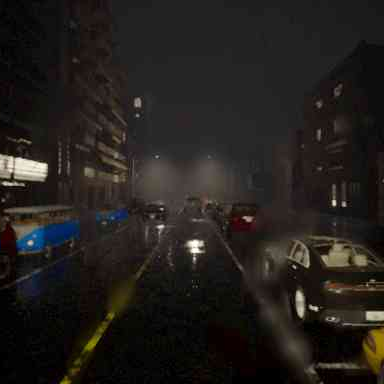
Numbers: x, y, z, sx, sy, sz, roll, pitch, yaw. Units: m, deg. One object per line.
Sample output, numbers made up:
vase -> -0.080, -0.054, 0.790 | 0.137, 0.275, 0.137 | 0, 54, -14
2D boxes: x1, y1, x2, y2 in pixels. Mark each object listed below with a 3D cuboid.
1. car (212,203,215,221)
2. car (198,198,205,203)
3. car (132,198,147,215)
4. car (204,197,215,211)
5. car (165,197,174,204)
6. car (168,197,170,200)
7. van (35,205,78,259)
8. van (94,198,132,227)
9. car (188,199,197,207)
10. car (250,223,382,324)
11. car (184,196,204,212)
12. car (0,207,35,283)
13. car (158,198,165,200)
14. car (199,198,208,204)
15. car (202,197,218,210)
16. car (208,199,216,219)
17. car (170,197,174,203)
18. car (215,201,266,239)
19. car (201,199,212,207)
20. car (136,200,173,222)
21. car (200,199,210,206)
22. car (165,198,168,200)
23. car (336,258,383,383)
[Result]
car -> 2.688, 1.693, 23.858 | 1.752, 1.417, 4.829 | 0, 0, 0
car -> 2.678, 2.247, 90.326 | 1.752, 1.417, 4.829 | 0, -1, 0
car -> -5.694, 1.565, 34.767 | 2.192, 1.841, 5.009 | 0, 0, 0
car -> 2.685, 1.776, 45.846 | 1.967, 1.590, 4.097 | 0, 0, 0
car -> -5.701, 2.109, 84.617 | 1.967, 1.590, 4.097 | 0, -1, 0
car -> -5.698, 2.020, 62.460 | 2.008, 1.369, 4.403 | 0, 0, 0
van -> -5.690, 1.427, 12.611 | 1.690, 1.788, 3.998 | 0, 0, 0
van -> -5.692, 1.507, 23.688 | 1.690, 1.788, 3.998 | 0, 0, 0
car -> 0.093, 2.003, 63.214 | 1.812, 1.442, 4.674 | 0, -1, 0
car -> 2.690, 1.599, 7.070 | 2.008, 1.369, 4.403 | 0, 0, 0
car -> 0.093, 1.539, 43.284 | 2.150, 2.045, 5.566 | 0, 0, 0
car -> -5.689, 1.363, 7.071 | 2.192, 1.841, 5.009 | 0, 0, 0
car -> -5.696, 1.944, 51.384 | 1.947, 1.339, 4.313 | 0, 0, 0
car -> 2.680, 2.185, 79.077 | 1.947, 1.339, 4.313 | 0, -1, 0
car -> 2.685, 1.694, 51.387 | 2.192, 1.841, 5.009 | 0, 0, 0
car -> 2.688, 1.648, 29.228 | 1.967, 1.590, 4.097 | 0, 0, 0
car -> -5.700, 2.008, 73.538 | 1.967, 1.590, 4.097 | 0, -1, 0
car -> 2.690, 1.441, 18.150 | 2.192, 1.841, 5.009 | 0, 0, 0
car -> 2.682, 2.052, 62.461 | 1.802, 1.307, 4.206 | 0, -1, 0
car -> -3.033, 1.693, 28.214 | 2.128, 1.511, 4.902 | 0, -1, 0
car -> 2.681, 2.084, 68.000 | 1.947, 1.339, 4.313 | 0, -1, 0
car -> -5.697, 1.974, 56.922 | 2.008, 1.369, 4.403 | 0, 0, 0
car -> 2.691, 1.538, 1.702 | 1.752, 1.417, 4.829 | 0, 0, 0
